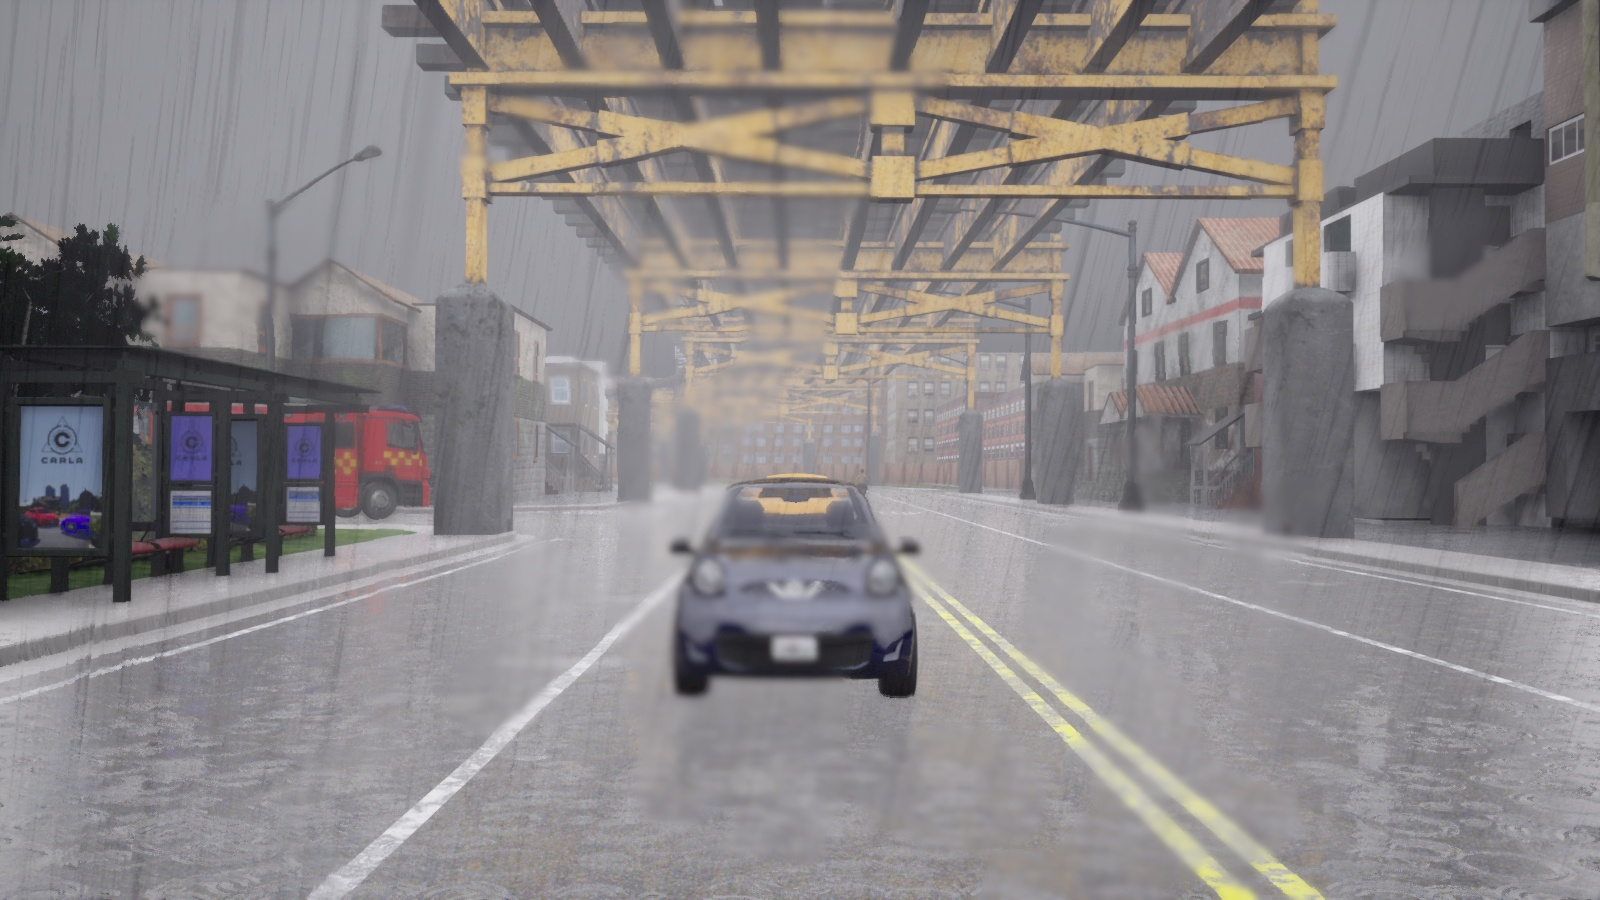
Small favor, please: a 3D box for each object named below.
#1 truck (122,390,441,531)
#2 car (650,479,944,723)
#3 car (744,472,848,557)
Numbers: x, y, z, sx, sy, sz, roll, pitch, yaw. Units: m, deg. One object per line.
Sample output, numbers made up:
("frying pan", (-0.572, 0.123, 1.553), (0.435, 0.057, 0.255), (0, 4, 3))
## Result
("truck", (-15.444, 0.348, 38.007), (8.468, 3.827, 2.891), (1, -1, -44))
("car", (-0.027, 0.991, 9.715), (1.845, 1.501, 3.633), (0, -1, 0))
("car", (-0.057, 1.215, 25.233), (1.882, 1.535, 5.008), (0, -1, 0))
